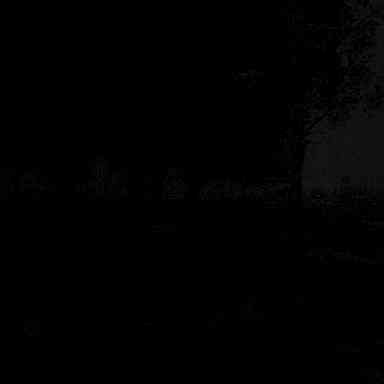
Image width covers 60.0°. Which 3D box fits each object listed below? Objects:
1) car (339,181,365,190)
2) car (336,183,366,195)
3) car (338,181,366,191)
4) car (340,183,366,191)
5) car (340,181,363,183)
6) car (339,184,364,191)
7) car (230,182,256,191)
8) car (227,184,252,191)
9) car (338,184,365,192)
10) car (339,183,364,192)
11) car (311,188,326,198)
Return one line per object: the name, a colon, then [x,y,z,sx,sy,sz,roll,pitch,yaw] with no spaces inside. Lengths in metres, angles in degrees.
car: [38.783,-1.598,80.764,5.566,2.045,2.435,2,3,26]
car: [26.583,-0.277,55.817,4.792,1.488,2.163,2,3,26]
car: [36.341,-1.375,75.635,5.566,2.045,2.435,2,3,26]
car: [37.698,-1.231,78.075,5.366,1.575,1.946,2,3,26]
car: [29.024,-0.612,60.664,4.553,1.767,2.185,2,3,26]
car: [35.098,-1.015,73.164,4.892,1.521,2.231,2,3,26]
car: [10.507,-1.151,68.745,5.008,1.535,2.097,2,3,26]
car: [9.332,-1.179,66.242,4.553,1.767,2.185,2,3,26]
car: [33.923,-0.912,70.786,5.008,1.535,2.097,2,3,26]
car: [32.684,-0.923,68.157,4.553,1.767,2.185,2,3,26]
car: [17.355,0.111,45.834,1.895,1.301,4.718,2,3,19]
